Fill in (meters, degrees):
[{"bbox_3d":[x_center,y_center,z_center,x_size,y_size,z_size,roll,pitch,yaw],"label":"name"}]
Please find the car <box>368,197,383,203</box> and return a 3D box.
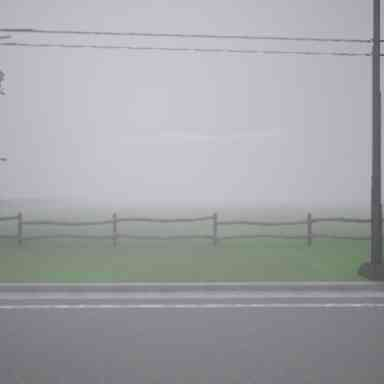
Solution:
[{"bbox_3d":[38.655,1.692,69.144,1.895,1.301,4.718,0,0,-1],"label":"car"}]
